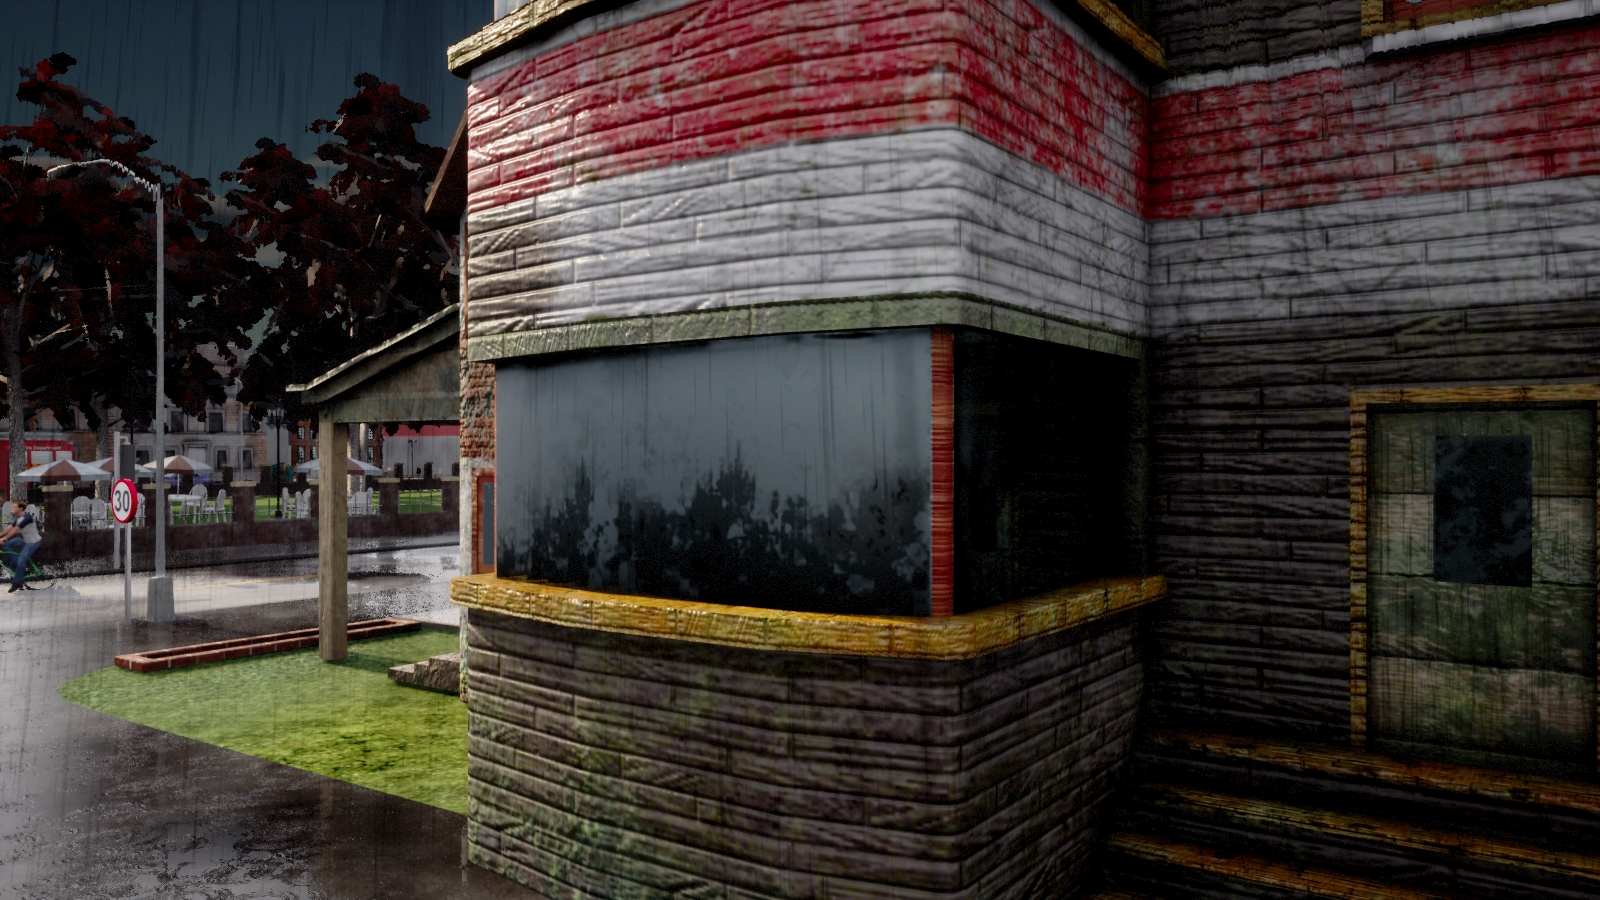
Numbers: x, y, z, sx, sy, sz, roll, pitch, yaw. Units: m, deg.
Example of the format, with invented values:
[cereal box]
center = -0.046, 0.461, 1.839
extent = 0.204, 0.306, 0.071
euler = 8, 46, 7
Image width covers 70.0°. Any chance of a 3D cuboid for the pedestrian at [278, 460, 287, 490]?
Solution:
[pedestrian]
center = -31.654, 1.524, 69.901
extent = 0.375, 1.860, 0.375
euler = 0, 0, 38
